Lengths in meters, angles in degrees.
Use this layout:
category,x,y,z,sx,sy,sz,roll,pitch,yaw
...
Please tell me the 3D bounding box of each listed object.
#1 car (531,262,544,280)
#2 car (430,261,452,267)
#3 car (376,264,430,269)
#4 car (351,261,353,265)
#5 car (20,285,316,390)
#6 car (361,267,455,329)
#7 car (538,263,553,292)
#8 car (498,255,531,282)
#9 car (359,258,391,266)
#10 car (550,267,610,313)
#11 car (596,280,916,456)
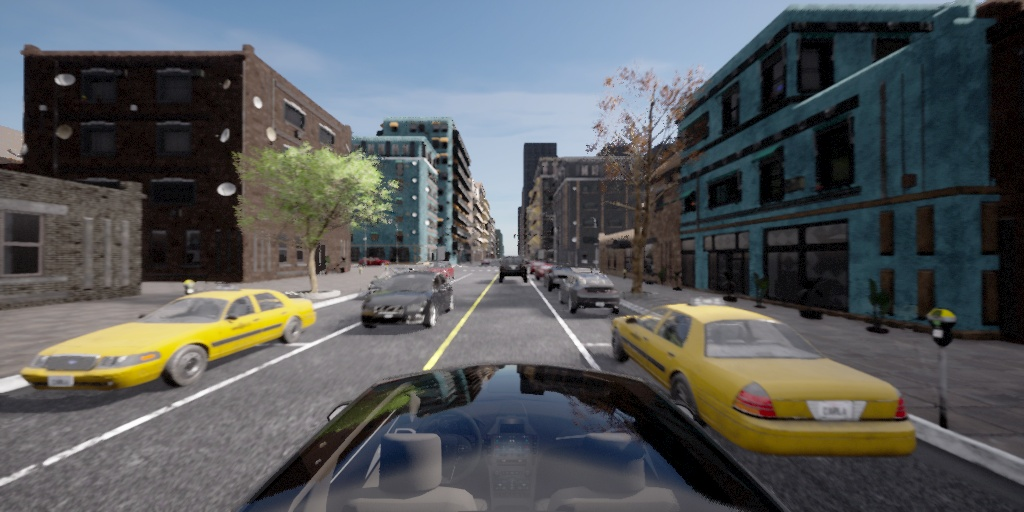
category,x,y,z,sx,sy,sz,roll,pitch,yaw
car,2.822,1.322,30.132,1.802,1.307,4.207,0,0,0
car,-5.818,1.181,29.032,1.967,1.591,4.097,0,0,0
car,-5.812,1.294,18.213,2.007,1.370,4.403,0,0,0
car,-25.689,0.796,52.475,4.507,1.381,1.888,0,0,-1
car,-5.758,1.273,6.978,1.751,1.417,4.829,0,0,0
car,-3.036,1.253,11.316,1.837,1.490,4.892,0,-1,1
car,2.821,1.308,21.131,1.948,1.339,4.313,0,0,0
car,0.097,0.961,28.380,2.150,2.045,5.566,0,0,0
car,-20.008,0.902,52.451,4.507,1.381,1.888,0,0,-1
car,2.792,1.295,13.586,2.007,1.370,4.403,0,0,0
car,2.752,1.273,5.365,1.751,1.417,4.829,0,0,0
